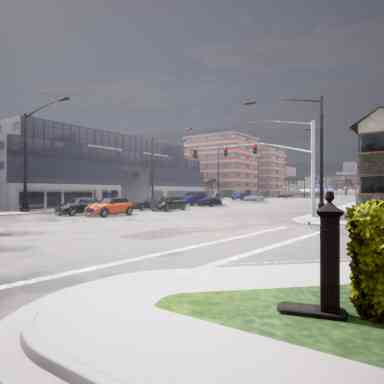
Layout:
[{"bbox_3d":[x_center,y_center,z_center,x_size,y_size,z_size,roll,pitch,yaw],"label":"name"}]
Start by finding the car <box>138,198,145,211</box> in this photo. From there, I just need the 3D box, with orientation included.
[{"bbox_3d":[-5.451,1.433,39.782,2.033,1.411,5.357,0,1,35],"label":"car"}]

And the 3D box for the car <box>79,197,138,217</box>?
[{"bbox_3d":[-7.614,1.301,30.589,2.097,1.767,4.553,0,0,35],"label":"car"}]

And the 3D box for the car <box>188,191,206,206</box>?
[{"bbox_3d":[0.230,0.916,47.884,2.150,2.045,5.566,0,1,35],"label":"car"}]

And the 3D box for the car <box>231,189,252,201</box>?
[{"bbox_3d":[9.187,0.509,60.630,2.150,2.045,5.566,0,1,35],"label":"car"}]

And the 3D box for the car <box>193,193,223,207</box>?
[{"bbox_3d":[2.423,1.286,44.914,1.994,1.385,4.181,0,1,35],"label":"car"}]

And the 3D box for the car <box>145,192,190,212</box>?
[{"bbox_3d":[-2.684,1.240,37.612,2.097,1.767,4.553,0,1,35],"label":"car"}]

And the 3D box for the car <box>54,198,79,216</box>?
[{"bbox_3d":[-10.874,1.306,32.030,2.097,1.767,4.553,0,0,35],"label":"car"}]

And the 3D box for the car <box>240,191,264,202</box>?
[{"bbox_3d":[10.533,0.945,56.469,1.895,1.301,4.718,0,1,35],"label":"car"}]
